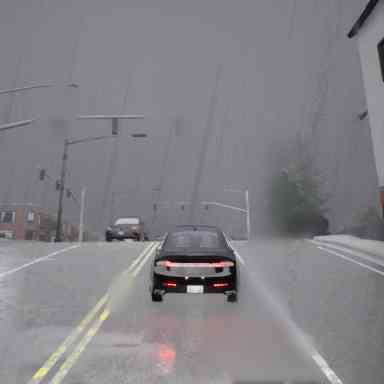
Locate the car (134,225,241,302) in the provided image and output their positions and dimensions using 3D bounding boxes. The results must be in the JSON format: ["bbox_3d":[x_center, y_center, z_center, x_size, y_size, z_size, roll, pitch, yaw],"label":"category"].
[{"bbox_3d":[0.072,1.595,8.511,2.128,1.511,4.902,0,-1,0],"label":"car"}]

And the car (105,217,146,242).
[{"bbox_3d":[-3.612,2.161,19.232,1.812,1.442,4.674,-1,-8,0],"label":"car"}]
